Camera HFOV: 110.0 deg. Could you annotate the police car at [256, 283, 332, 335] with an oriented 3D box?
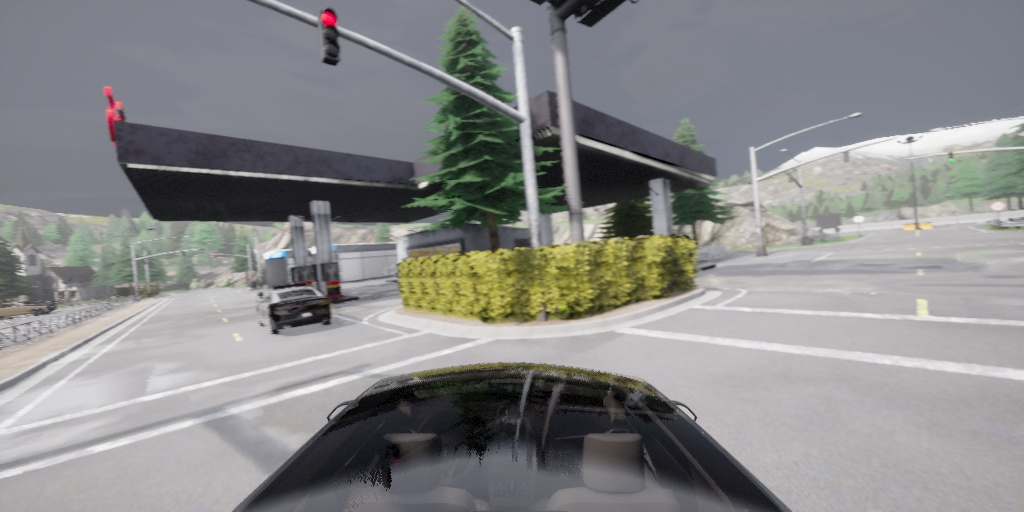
[{"bbox_3d":[-8.648,1.920,14.043,1.930,1.638,5.238,-6,1,-41],"label":"police car"}]
